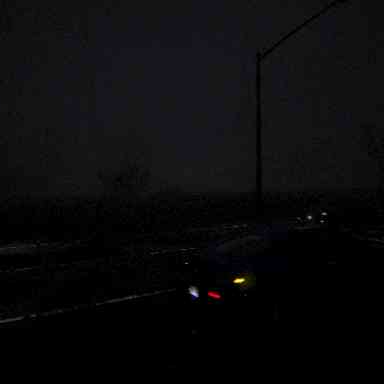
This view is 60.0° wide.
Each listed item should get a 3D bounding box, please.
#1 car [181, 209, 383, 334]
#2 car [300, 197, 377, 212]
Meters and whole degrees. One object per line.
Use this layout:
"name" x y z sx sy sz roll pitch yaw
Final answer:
"car" 2.056 1.267 6.124 4.674 1.442 1.812 -2 2 -28
"car" 7.370 0.947 16.827 4.181 1.385 1.994 -2 3 -28
